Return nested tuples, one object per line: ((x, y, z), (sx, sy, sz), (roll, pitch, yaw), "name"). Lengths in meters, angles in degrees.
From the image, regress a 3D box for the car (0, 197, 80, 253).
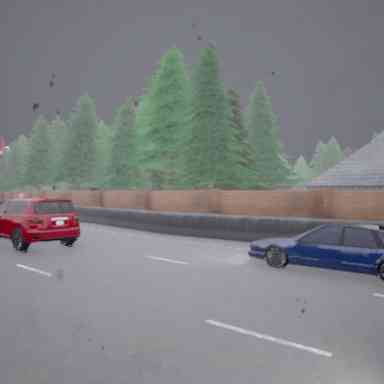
((-6.948, 1.246, 14.176), (5.566, 2.045, 2.150), (0, 0, 41), "car")

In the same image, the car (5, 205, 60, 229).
((-10.979, 1.640, 22.679), (4.718, 1.301, 1.895), (0, 0, 44), "car")

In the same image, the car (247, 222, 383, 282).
((4.336, 1.589, 9.546), (5.357, 1.411, 2.033), (0, 0, 37), "car")
